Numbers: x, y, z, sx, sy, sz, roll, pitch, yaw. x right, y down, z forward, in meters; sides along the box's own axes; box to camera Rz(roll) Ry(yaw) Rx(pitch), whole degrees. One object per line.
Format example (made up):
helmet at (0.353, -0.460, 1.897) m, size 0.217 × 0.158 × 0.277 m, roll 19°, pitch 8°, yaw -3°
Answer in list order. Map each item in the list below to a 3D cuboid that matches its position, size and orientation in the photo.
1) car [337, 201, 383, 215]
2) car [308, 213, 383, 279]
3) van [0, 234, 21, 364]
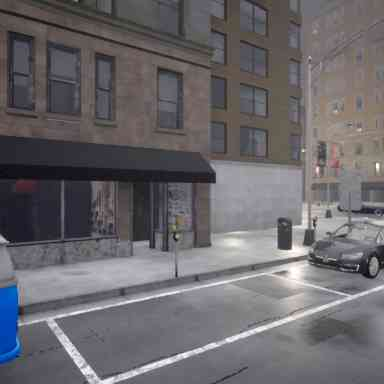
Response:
car at (16.219, 1.529, 31.040) m, size 1.895 × 1.301 × 4.718 m, roll 0°, pitch 0°, yaw -36°
car at (5.274, 1.550, 9.965) m, size 4.403 × 1.369 × 2.008 m, roll 0°, pitch 0°, yaw -36°
van at (-3.937, 1.341, 3.379) m, size 3.998 × 1.788 × 1.690 m, roll 0°, pitch 0°, yaw -36°
